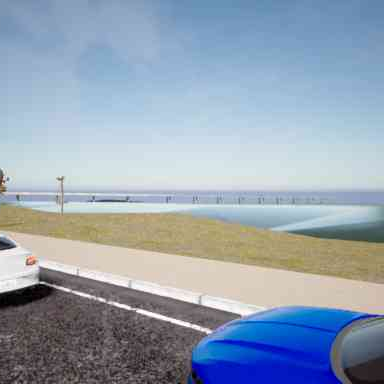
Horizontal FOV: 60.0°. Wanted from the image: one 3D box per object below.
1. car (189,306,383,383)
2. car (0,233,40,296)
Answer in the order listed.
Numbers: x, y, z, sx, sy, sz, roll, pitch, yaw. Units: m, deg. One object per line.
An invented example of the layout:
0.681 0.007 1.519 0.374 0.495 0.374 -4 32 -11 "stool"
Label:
2.251 1.478 2.076 5.008 1.535 1.882 0 0 36 "car"
-5.262 1.526 7.458 4.674 1.442 1.812 0 0 35 "car"
